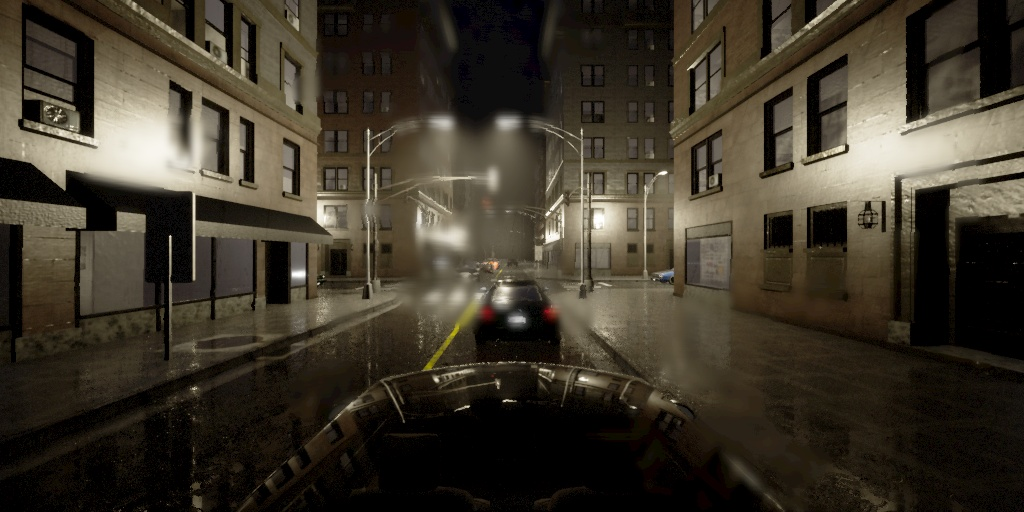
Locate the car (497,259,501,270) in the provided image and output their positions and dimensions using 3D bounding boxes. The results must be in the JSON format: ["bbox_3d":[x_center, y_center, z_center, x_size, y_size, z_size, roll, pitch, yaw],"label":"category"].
[{"bbox_3d":[-3.063,1.095,52.368,2.097,1.767,4.553,0,0,0],"label":"car"}]

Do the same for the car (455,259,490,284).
[{"bbox_3d":[-3.085,1.242,27.072,2.128,1.511,4.902,0,0,0],"label":"car"}]

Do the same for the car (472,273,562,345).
[{"bbox_3d":[0.118,1.314,9.497,1.994,1.385,4.181,0,0,-1],"label":"car"}]

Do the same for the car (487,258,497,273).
[{"bbox_3d":[-3.078,1.295,40.093,2.033,1.411,5.357,0,0,0],"label":"car"}]

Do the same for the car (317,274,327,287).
[{"bbox_3d":[-14.016,1.387,21.877,4.718,1.301,1.895,0,0,0],"label":"car"}]

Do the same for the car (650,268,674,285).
[{"bbox_3d":[12.626,1.261,25.150,5.357,1.411,2.033,0,0,0],"label":"car"}]
